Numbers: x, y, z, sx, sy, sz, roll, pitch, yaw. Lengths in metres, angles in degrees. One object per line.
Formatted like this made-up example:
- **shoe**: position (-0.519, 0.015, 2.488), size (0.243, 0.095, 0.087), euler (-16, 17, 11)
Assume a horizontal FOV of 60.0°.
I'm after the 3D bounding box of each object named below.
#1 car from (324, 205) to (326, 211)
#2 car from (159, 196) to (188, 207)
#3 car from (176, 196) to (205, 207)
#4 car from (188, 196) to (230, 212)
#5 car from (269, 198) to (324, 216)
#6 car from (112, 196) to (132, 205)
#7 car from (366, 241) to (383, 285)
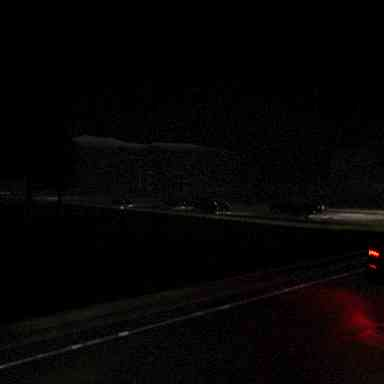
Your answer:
- **car**: position (11.761, 1.400, 35.461), size (2.128, 1.511, 4.902), euler (0, 0, -36)
- **car**: position (-3.120, 1.412, 49.948), size (2.128, 1.511, 4.902), euler (0, 0, -36)
- **car**: position (-0.282, 1.401, 51.996), size (2.128, 1.511, 4.902), euler (0, 0, -36)
- **car**: position (2.074, 1.283, 36.858), size (2.097, 1.767, 4.553), euler (0, 0, -36)
- **car**: position (9.869, 1.520, 32.118), size (1.895, 1.301, 4.718), euler (0, 0, -36)
- **car**: position (-11.923, 1.438, 56.270), size (1.837, 1.490, 4.892), euler (0, 0, -35)
- **car**: position (6.038, 1.497, 8.070), size (4.674, 1.442, 1.812), euler (0, 0, -35)
